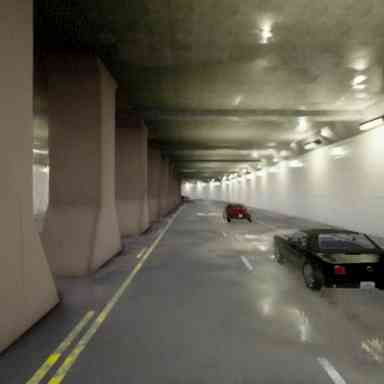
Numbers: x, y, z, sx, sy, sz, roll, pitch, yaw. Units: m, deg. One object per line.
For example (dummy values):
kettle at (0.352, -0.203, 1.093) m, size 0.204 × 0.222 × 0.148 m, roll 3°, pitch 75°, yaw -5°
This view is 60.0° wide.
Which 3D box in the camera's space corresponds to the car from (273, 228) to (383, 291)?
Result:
car at (3.599, 1.627, 9.024) m, size 1.895 × 1.301 × 4.718 m, roll 0°, pitch 0°, yaw 0°

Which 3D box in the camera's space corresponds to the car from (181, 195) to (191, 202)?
car at (-1.336, 1.766, 84.363) m, size 1.812 × 1.442 × 4.674 m, roll 0°, pitch 0°, yaw -3°

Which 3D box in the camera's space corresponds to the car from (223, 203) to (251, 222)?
car at (3.583, 1.602, 26.814) m, size 1.812 × 1.442 × 4.674 m, roll 0°, pitch 0°, yaw 0°
